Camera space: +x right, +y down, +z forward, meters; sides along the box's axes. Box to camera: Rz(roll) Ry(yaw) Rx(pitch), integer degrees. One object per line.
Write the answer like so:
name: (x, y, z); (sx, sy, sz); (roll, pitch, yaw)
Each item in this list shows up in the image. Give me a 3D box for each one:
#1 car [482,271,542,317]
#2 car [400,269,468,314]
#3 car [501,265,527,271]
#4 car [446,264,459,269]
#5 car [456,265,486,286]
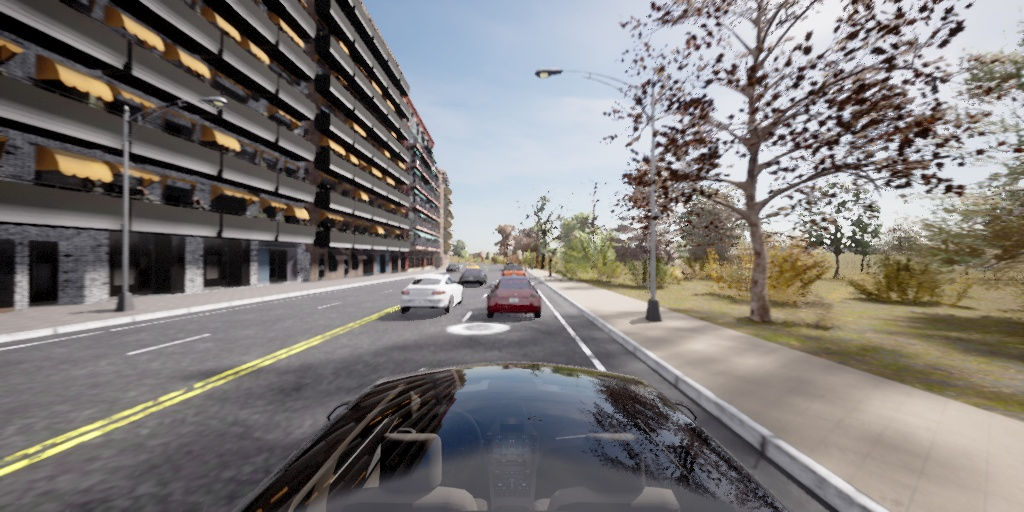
car: (0.095, 1.481, 14.090); (1.994, 1.385, 4.181); (0, -1, 1)
car: (-3.149, 1.448, 14.677); (1.812, 1.442, 4.674); (0, -1, 1)
car: (0.159, 1.469, 28.865); (2.097, 1.767, 4.553); (0, -1, 1)
car: (-9.773, 2.042, 59.460); (1.837, 1.490, 4.892); (0, 0, -1)
car: (-3.087, 1.686, 29.258); (1.994, 1.385, 4.181); (0, -1, 1)
